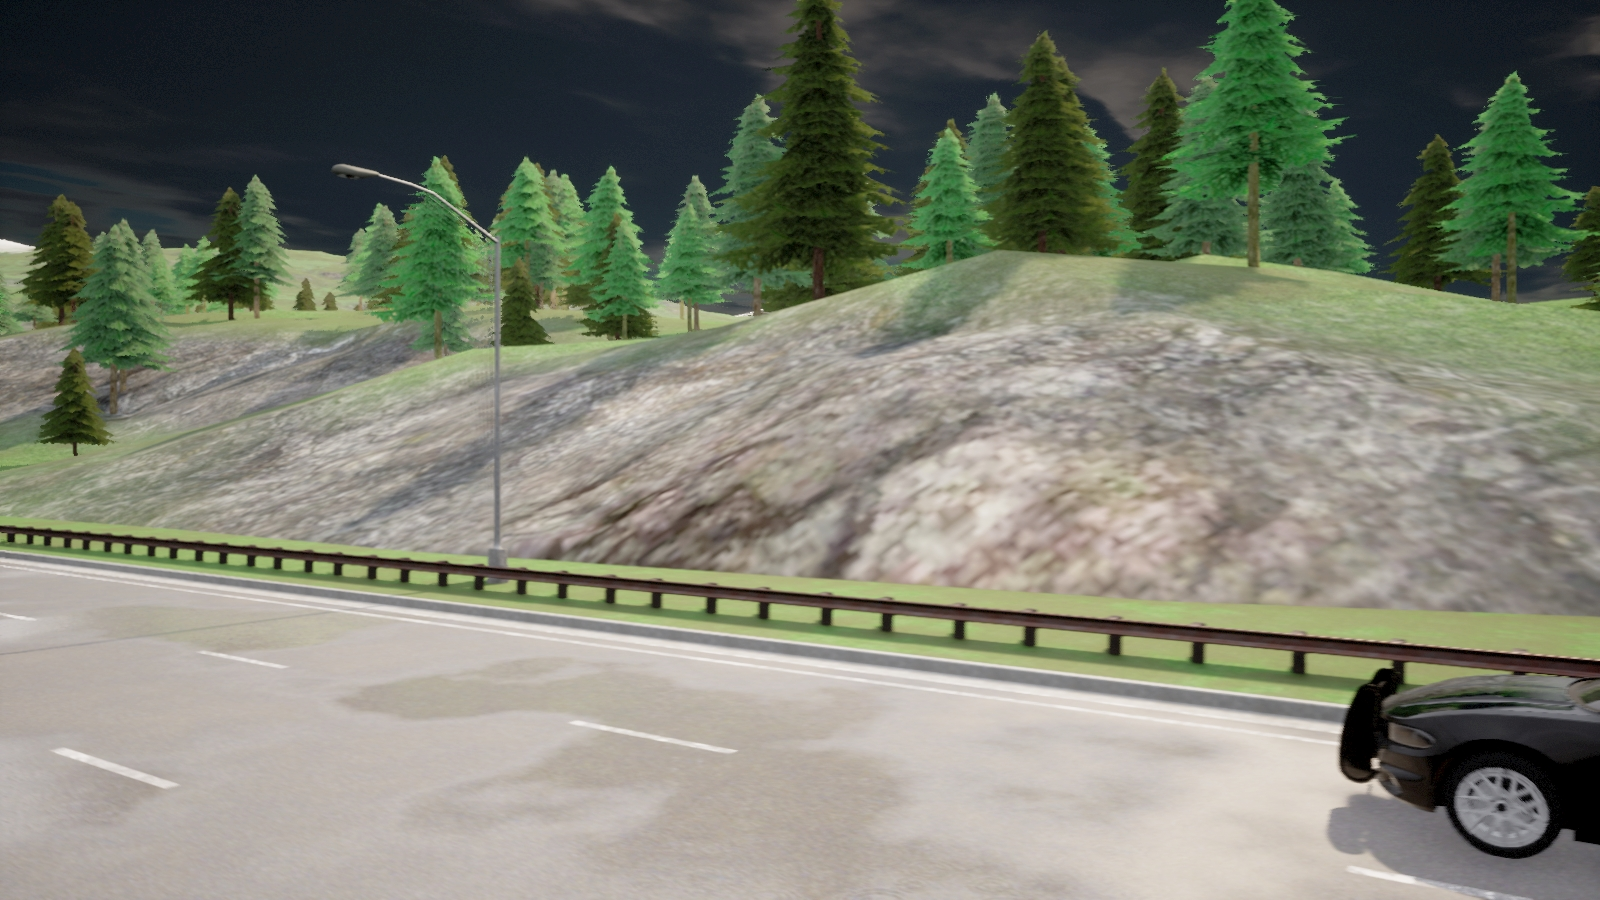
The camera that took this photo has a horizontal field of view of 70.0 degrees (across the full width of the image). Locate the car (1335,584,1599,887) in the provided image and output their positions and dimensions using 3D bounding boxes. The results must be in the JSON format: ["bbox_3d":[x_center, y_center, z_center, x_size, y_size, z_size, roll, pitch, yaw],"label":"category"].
[{"bbox_3d":[6.589,1.982,7.566,5.238,1.638,2.097,0,0,35],"label":"car"}]
